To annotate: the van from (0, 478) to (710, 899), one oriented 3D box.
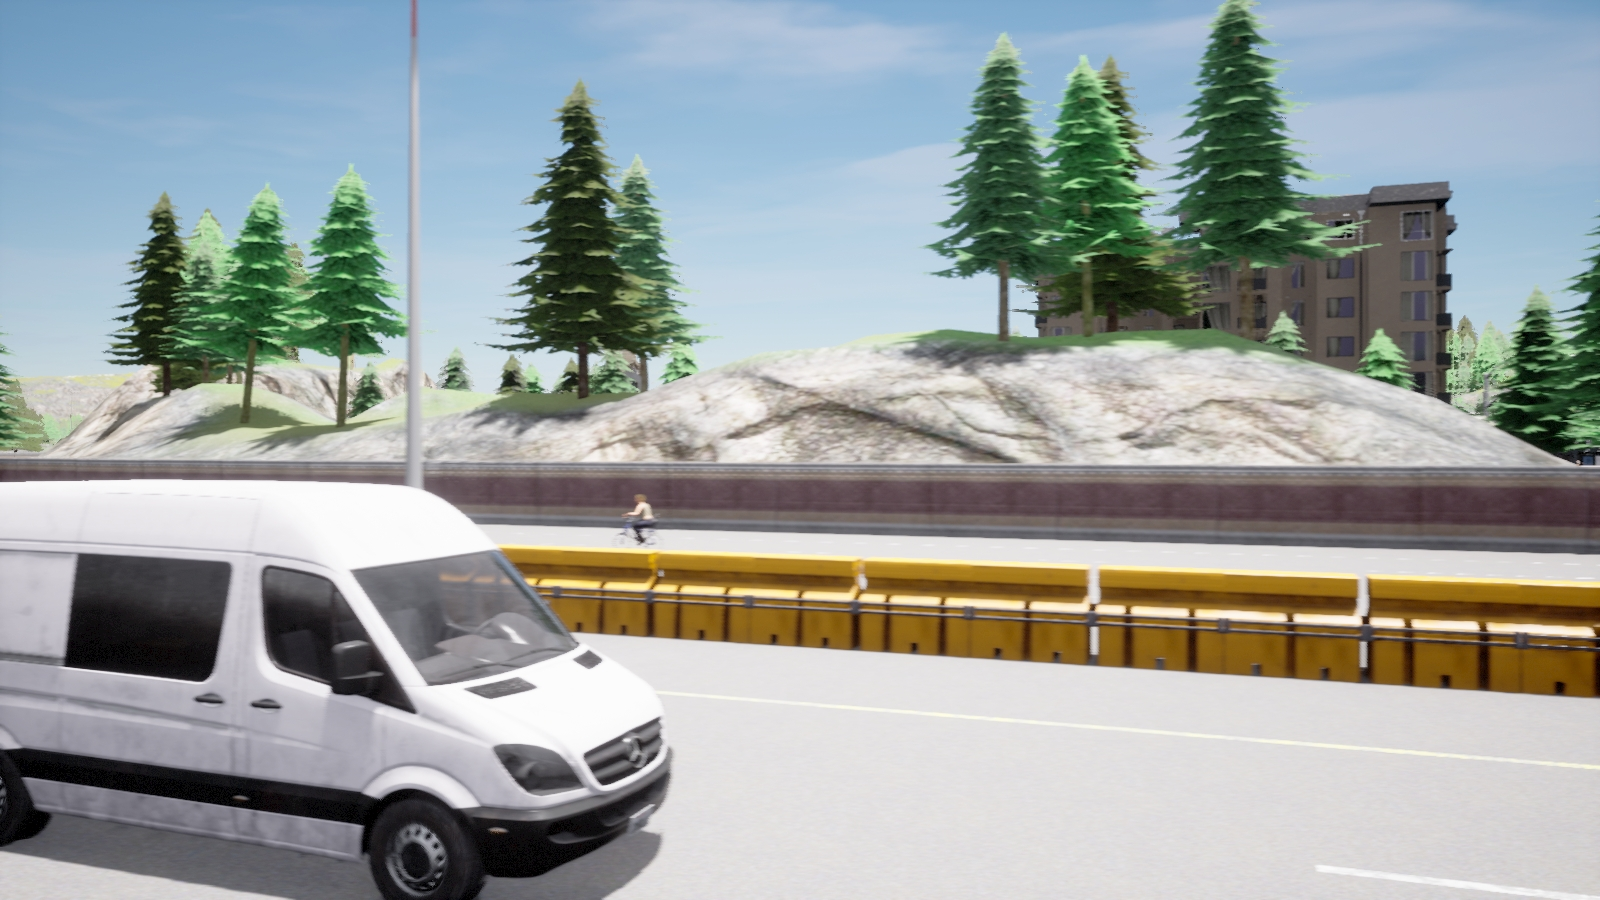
[{"bbox_3d":[-3.774,1.530,8.383,5.915,2.561,1.988,0,0,20],"label":"van"}]
